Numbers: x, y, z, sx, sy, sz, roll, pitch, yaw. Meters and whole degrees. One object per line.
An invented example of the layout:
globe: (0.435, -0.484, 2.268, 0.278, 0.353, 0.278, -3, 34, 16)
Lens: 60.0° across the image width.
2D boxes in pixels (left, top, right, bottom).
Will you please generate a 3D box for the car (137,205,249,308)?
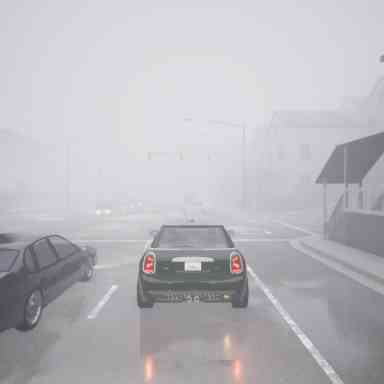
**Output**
car: (0.003, 1.352, 8.080, 2.097, 1.767, 4.553, 0, 0, 0)

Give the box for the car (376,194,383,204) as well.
car: (17.742, -0.271, 28.012, 4.674, 1.442, 1.812, -21, 1, -2)

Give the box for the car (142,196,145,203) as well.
car: (-11.244, 1.520, 72.170, 2.128, 1.511, 4.902, 0, 0, -1)

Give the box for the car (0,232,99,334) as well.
car: (-3.488, 1.547, 6.798, 2.033, 1.411, 5.357, 0, 0, 0)

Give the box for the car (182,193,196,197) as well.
car: (-0.485, 1.221, 56.889, 2.150, 2.045, 5.566, 0, 0, -1)

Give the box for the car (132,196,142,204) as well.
car: (-11.198, 1.491, 61.897, 2.128, 1.511, 4.902, 0, 0, 0)

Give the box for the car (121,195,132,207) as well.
car: (-11.125, 1.351, 51.828, 2.097, 1.767, 4.553, 0, 0, -1)

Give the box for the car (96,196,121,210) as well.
car: (-11.042, 1.563, 43.173, 1.994, 1.385, 4.181, 0, 0, -1)

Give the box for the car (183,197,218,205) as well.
car: (0.926, 1.536, 31.359, 1.812, 1.442, 4.674, -1, 1, -40)
